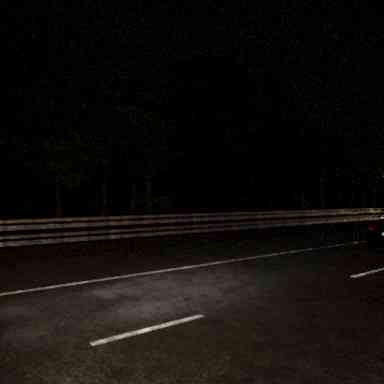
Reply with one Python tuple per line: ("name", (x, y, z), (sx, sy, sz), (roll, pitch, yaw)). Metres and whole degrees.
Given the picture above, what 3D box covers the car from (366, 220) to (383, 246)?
("car", (9.758, 1.769, 15.100), (4.181, 1.385, 1.994), (1, -1, -36))
